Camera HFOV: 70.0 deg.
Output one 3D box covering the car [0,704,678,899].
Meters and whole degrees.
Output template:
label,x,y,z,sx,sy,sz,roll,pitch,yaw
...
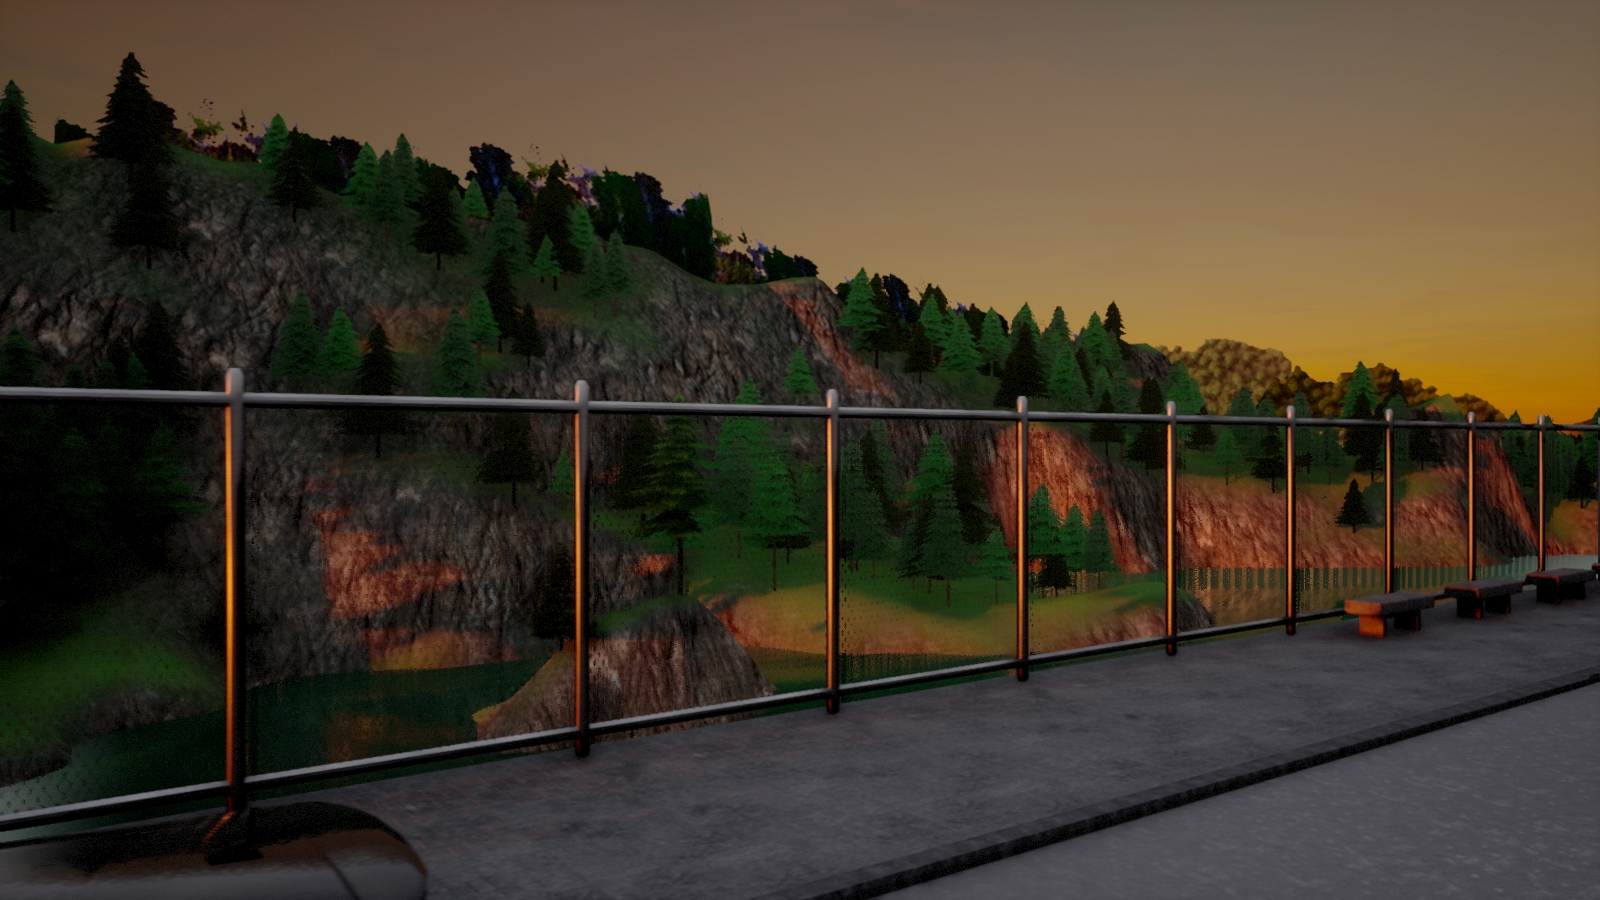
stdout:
label,x,y,z,sx,sy,sz,roll,pitch,yaw
car,-2.764,1.905,2.392,4.553,1.767,2.097,0,0,-36
